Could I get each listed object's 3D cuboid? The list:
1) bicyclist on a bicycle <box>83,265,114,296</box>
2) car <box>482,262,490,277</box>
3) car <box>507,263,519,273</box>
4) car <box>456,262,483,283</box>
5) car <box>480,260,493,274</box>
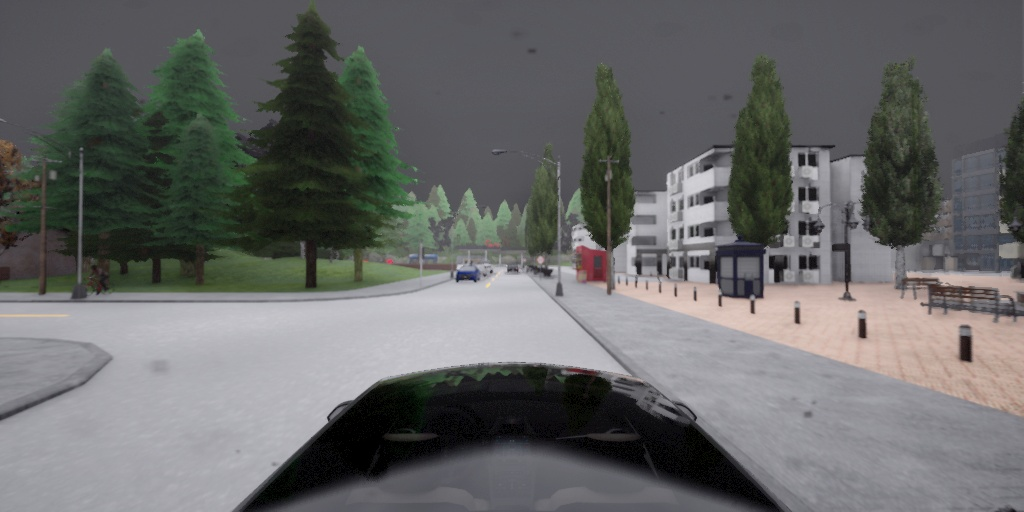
[{"bbox_3d":[-22.136,1.319,19.138,0.582,1.620,1.656,0,0,0],"label":"bicyclist on a bicycle"},{"bbox_3d":[-4.069,1.808,43.986,1.812,1.442,4.674,0,-1,0],"label":"car"},{"bbox_3d":[0.148,2.079,59.577,1.895,1.301,4.718,0,-1,0],"label":"car"},{"bbox_3d":[-4.088,1.632,33.826,1.882,1.535,5.008,0,-1,0],"label":"car"},{"bbox_3d":[-4.023,1.634,54.389,2.150,2.045,5.566,0,-1,0],"label":"car"}]
